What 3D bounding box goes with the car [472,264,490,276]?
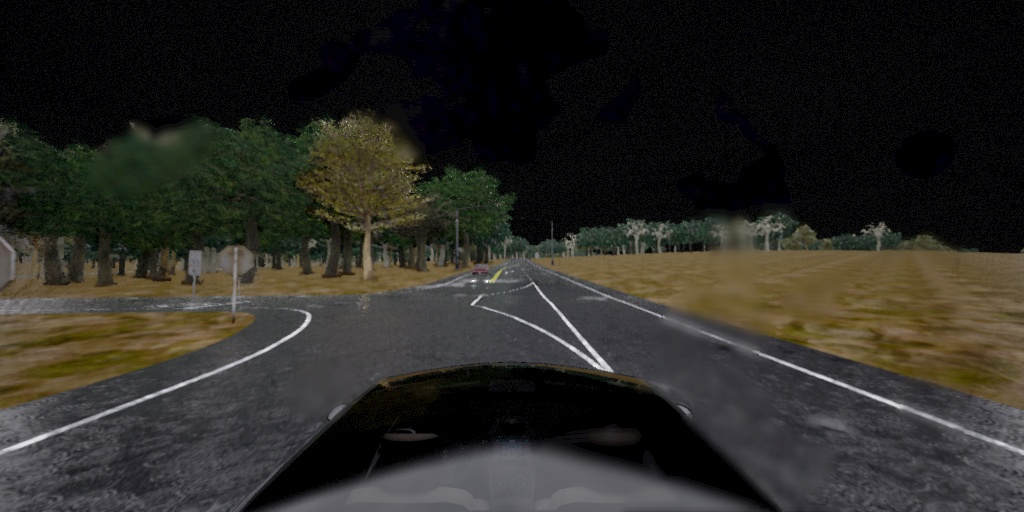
[{"bbox_3d":[-3.546,1.588,41.320,1.895,1.301,4.718,0,0,-1],"label":"car"}]
